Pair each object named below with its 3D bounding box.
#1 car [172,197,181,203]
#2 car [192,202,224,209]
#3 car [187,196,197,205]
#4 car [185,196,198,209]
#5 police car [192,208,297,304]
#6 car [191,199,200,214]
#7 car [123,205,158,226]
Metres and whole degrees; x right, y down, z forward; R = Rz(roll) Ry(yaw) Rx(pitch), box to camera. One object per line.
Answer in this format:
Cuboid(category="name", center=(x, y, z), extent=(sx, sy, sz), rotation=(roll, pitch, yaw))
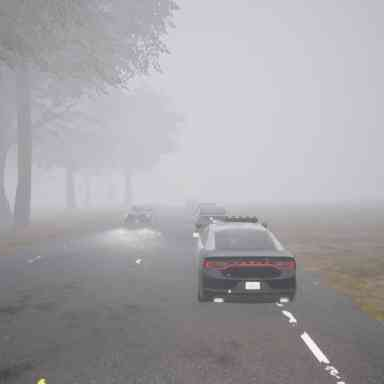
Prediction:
Cuboid(category="car", center=(-3.456, 1.771, 75.928), extent=(1.895, 1.301, 4.718), rotation=(0, 0, 0))
Cuboid(category="car", center=(1.062, 1.505, 18.256), extent=(1.837, 1.490, 4.892), rotation=(0, 0, 0))
Cuboid(category="car", center=(0.037, 1.576, 63.656), extent=(1.882, 1.535, 5.008), rotation=(0, 0, 0))
Cuboid(category="car", center=(0.053, 1.579, 45.925), extent=(2.033, 1.411, 5.357), rotation=(0, 0, 0))
Cuboid(category="police car", center=(1.057, 1.423, 8.364), extent=(1.930, 1.638, 5.238), rotation=(0, 0, 0))
Cuboid(category="car", center=(1.065, 1.508, 24.258), extent=(1.837, 1.490, 4.892), rotation=(0, 0, 0))
Cuboid(category="car", center=(-3.584, 1.603, 23.841), extent=(1.895, 1.301, 4.718), rotation=(0, 0, 0))
